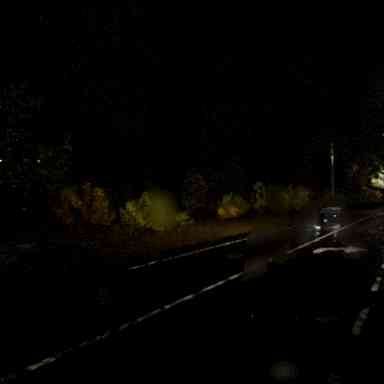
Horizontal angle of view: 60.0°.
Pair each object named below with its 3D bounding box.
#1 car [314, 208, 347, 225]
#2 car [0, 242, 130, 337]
[{"bbox_3d":[11.982,2.029,28.664,1.895,1.301,4.718,-2,-1,34],"label":"car"},{"bbox_3d":[-3.194,1.727,6.173,1.812,1.442,4.674,-2,-2,34],"label":"car"}]
